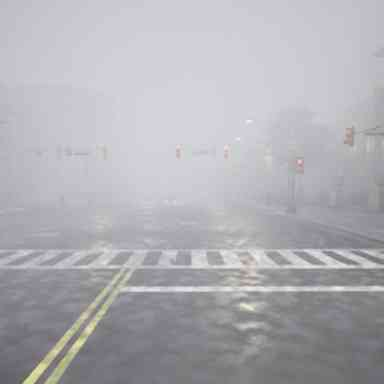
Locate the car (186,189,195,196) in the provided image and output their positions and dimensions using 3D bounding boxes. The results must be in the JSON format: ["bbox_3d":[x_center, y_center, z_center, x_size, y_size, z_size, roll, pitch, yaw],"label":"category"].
[{"bbox_3d":[-1.316,0.118,90.870,2.150,2.045,5.566,0,1,-29],"label":"car"}]

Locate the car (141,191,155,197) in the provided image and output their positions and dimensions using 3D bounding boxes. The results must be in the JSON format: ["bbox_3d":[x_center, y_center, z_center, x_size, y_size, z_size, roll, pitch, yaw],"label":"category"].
[{"bbox_3d":[-11.615,0.422,87.909,2.128,1.511,4.902,0,1,-29],"label":"car"}]

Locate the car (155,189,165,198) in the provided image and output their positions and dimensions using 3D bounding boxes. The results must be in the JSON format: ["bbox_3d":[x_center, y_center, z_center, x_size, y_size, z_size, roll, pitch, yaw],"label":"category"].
[{"bbox_3d":[-7.172,0.654,72.633,2.033,1.411,5.357,0,1,-3],"label":"car"}]

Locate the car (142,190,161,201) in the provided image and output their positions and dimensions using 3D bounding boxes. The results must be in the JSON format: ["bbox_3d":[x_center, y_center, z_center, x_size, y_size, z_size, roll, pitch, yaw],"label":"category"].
[{"bbox_3d":[-7.127,0.845,57.575,2.033,1.411,5.357,0,1,0],"label":"car"}]

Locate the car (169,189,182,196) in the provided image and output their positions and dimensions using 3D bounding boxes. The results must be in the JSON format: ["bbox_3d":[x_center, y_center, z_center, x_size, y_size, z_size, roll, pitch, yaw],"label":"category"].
[{"bbox_3d":[-3.726,0.628,73.513,1.812,1.442,4.674,0,1,-3],"label":"car"}]

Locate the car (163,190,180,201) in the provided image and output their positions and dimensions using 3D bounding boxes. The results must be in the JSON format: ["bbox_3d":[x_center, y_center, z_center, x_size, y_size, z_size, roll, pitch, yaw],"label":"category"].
[{"bbox_3d":[-3.637,0.789,58.758,1.837,1.490,4.892,0,0,0],"label":"car"}]

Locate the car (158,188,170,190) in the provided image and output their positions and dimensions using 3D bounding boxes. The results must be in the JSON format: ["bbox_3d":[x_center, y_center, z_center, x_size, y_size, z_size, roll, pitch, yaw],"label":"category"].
[{"bbox_3d":[-8.137,0.452,88.875,2.033,1.411,5.357,0,1,-29],"label":"car"}]

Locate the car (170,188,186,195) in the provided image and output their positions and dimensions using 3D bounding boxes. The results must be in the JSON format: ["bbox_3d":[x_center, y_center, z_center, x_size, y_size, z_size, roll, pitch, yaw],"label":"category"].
[{"bbox_3d":[-4.358,0.268,89.166,2.097,1.767,4.553,0,1,-29],"label":"car"}]
